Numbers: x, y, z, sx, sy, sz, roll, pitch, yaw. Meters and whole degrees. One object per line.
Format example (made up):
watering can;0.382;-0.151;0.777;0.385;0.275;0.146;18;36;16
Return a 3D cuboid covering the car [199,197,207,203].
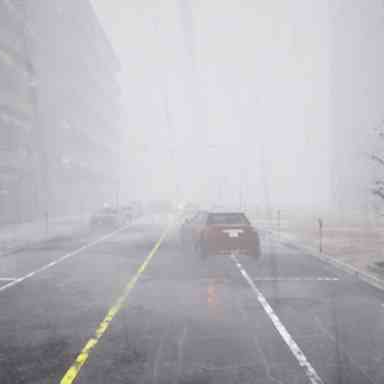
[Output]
car;2.717;2.098;84.181;2.008;1.369;4.403;1;0;0

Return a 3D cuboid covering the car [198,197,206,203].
car;2.710;2.134;89.751;2.008;1.369;4.403;1;0;0

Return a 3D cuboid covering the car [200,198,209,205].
car;2.686;2.023;73.751;1.887;1.381;4.507;1;0;0

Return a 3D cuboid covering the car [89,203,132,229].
car;-5.710;1.692;22.904;1.887;1.381;4.507;1;0;0

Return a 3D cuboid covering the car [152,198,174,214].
car;-3.146;1.755;38.880;1.837;1.490;4.892;0;0;0

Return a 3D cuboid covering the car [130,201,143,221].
car;-5.717;1.749;28.474;1.947;1.339;4.313;1;0;0

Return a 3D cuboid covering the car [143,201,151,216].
car;-5.723;1.659;34.044;1.967;1.590;4.097;1;0;0

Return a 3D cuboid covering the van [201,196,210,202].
van;2.644;1.764;65.291;1.690;1.788;3.998;1;0;0

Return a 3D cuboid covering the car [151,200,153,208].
car;-5.748;1.910;50.752;1.802;1.307;4.206;1;0;0

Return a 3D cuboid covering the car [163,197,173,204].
car;-5.917;1.972;81.935;1.967;1.590;4.097;1;0;0

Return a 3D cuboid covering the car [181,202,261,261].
car;0.907;1.435;12.928;2.097;1.767;4.553;0;0;-12

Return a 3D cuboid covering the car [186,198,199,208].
car;0.020;1.856;56.450;2.128;1.511;4.902;0;0;0

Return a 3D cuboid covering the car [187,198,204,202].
car;0.049;1.718;37.415;1.882;1.535;5.008;0;0;0

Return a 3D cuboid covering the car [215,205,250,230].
car;2.671;1.692;22.914;1.887;1.381;4.507;1;0;0

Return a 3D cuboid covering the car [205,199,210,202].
car;2.655;1.770;34.053;2.008;1.369;4.403;1;0;0
